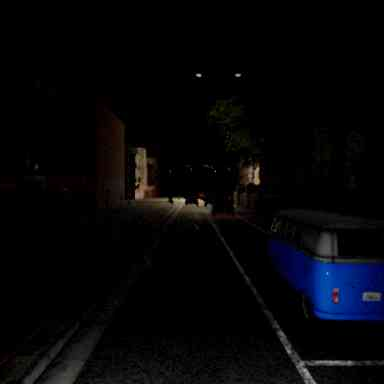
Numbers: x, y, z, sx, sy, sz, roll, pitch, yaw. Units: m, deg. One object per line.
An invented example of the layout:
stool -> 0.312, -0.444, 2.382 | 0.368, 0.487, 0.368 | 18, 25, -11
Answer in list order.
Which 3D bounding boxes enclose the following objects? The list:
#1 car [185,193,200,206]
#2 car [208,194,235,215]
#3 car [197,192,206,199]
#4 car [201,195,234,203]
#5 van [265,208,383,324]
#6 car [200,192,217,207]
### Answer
car -> -0.037, 1.237, 47.046 | 1.812, 1.442, 4.674 | 0, 0, -2
car -> 2.759, 1.277, 30.728 | 1.882, 1.535, 5.008 | 0, 0, 0
car -> 2.676, 0.856, 93.073 | 2.192, 1.841, 5.009 | 1, 0, 0
car -> 4.489, 1.219, 57.698 | 5.357, 1.411, 2.033 | 0, 0, -23
van -> 2.652, 1.293, 6.747 | 1.690, 1.788, 3.998 | 1, 0, 0
car -> 2.662, 1.037, 44.893 | 2.192, 1.841, 5.009 | 1, 0, 0
